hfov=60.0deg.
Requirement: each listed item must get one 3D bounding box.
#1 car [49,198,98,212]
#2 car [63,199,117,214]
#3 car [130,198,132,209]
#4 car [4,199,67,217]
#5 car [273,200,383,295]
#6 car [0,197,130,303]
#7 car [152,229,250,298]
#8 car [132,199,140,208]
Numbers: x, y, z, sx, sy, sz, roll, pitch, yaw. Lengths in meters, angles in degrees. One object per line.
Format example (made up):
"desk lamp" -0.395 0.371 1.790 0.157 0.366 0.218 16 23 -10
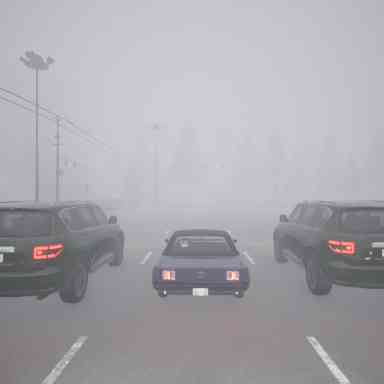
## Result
"car" -13.500 1.507 37.975 4.892 1.490 1.837 0 0 2
"car" -10.496 1.493 34.392 4.902 1.511 2.128 0 0 2
"car" -10.478 1.494 41.395 4.902 1.511 2.128 0 0 2
"car" -14.543 1.479 31.001 5.008 1.535 1.882 0 0 2
"car" 3.729 1.222 8.823 2.150 2.045 5.566 0 0 1
"car" -3.284 1.222 8.353 2.150 2.045 5.566 0 0 1
"car" 0.222 1.601 8.511 1.895 1.301 4.718 0 0 1
"car" -9.540 1.507 44.871 4.892 1.490 1.837 0 0 2
